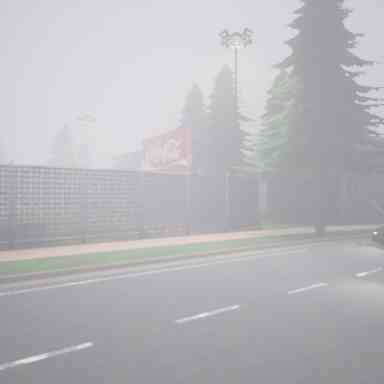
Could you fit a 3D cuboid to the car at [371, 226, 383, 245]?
[{"bbox_3d":[10.557,1.718,15.049,5.357,1.411,2.033,1,0,-27],"label":"car"}]
